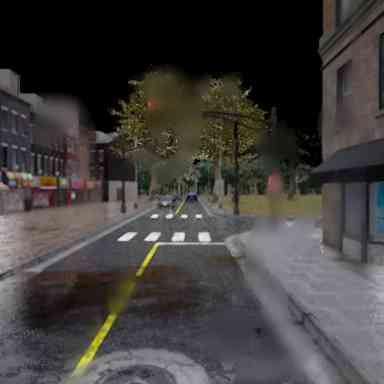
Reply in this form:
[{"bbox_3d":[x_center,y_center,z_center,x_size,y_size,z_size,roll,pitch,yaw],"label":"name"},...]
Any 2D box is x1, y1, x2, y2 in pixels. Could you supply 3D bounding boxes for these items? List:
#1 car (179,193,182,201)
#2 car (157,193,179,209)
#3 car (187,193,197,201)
[{"bbox_3d":[-2.861,0.908,62.318,2.033,1.411,5.357,0,1,0],"label":"car"},{"bbox_3d":[-2.907,1.076,38.269,2.128,1.511,4.902,0,1,0],"label":"car"},{"bbox_3d":[-0.022,0.857,60.273,1.882,1.535,5.008,0,1,-1],"label":"car"}]
